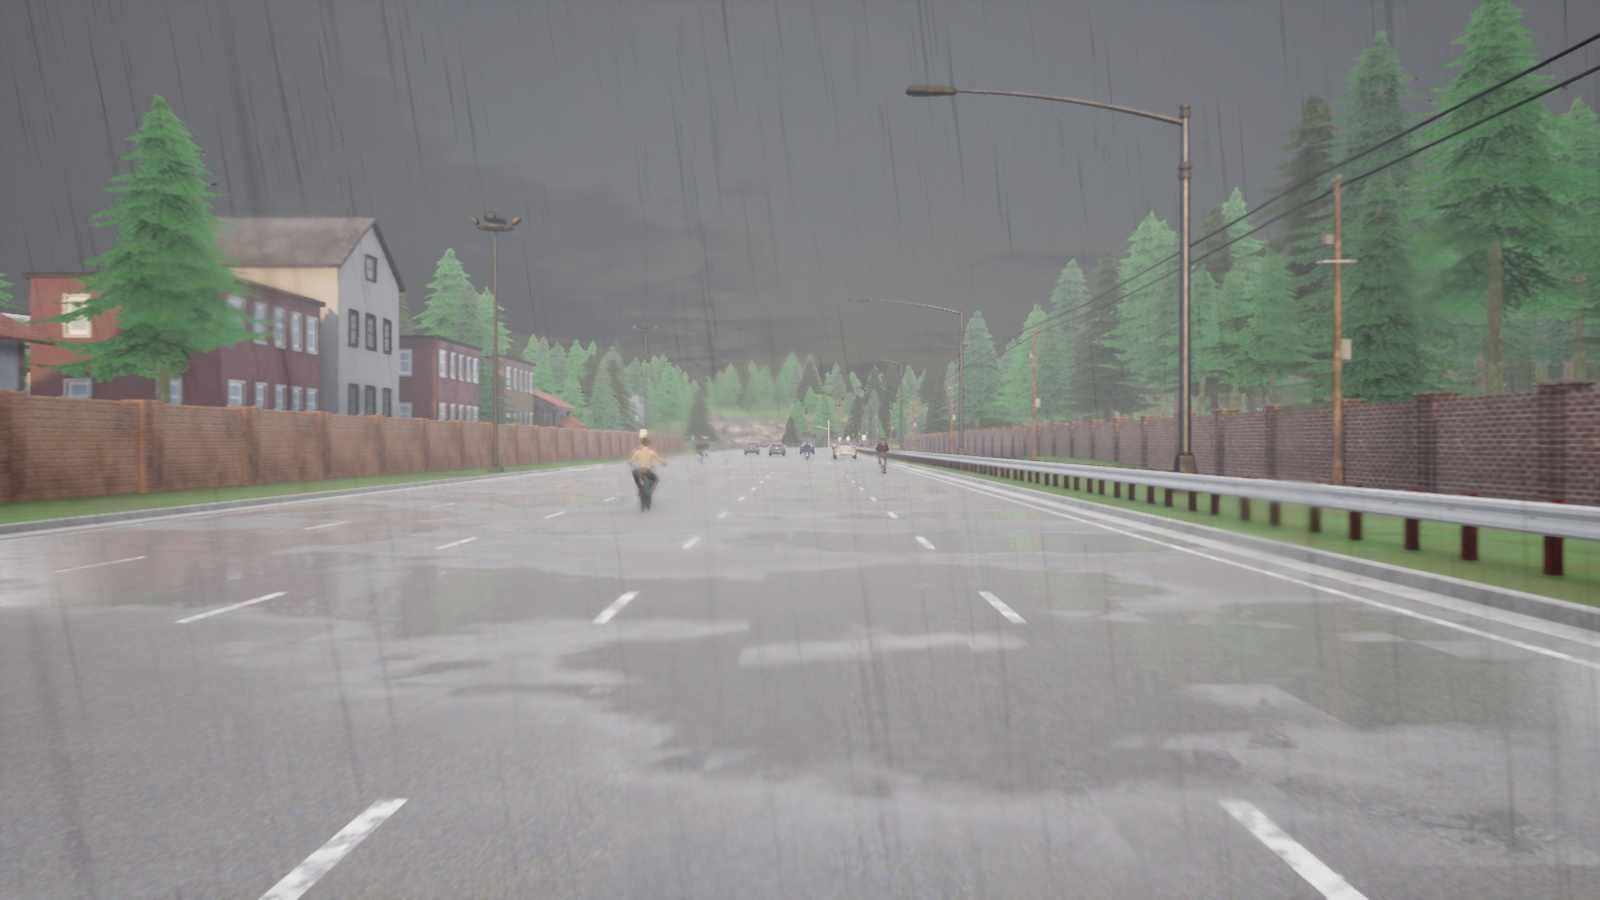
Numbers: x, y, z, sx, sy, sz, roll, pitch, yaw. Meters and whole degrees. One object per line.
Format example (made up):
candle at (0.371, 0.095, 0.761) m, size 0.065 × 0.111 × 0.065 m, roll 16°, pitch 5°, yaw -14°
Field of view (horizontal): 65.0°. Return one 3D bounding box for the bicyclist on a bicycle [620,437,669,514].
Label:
bicyclist on a bicycle at (-3.336, 0.529, 27.104) m, size 0.866 × 1.612 × 1.509 m, roll 0°, pitch 0°, yaw 1°
